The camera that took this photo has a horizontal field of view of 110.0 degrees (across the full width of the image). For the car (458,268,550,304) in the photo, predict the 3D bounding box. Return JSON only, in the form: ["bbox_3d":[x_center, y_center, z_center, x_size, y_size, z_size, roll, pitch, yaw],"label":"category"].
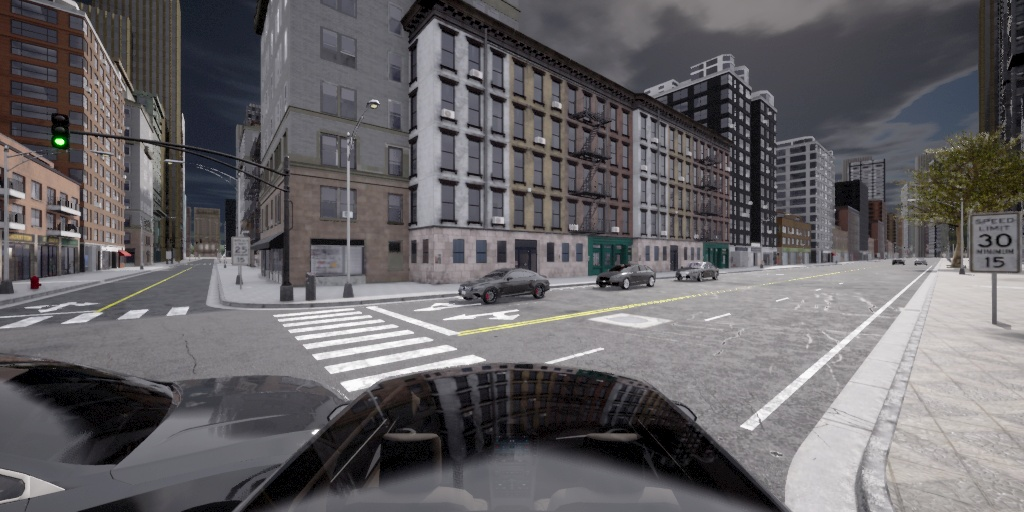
[{"bbox_3d":[-0.250,1.285,16.611,4.674,1.442,1.812,0,0,-40],"label":"car"}]

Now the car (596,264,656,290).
[{"bbox_3d":[7.362,1.256,22.932,4.892,1.490,1.837,0,0,-40],"label":"car"}]

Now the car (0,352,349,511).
[{"bbox_3d":[-3.244,1.257,1.600,4.892,1.490,1.837,0,0,-35],"label":"car"}]

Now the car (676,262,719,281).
[{"bbox_3d":[15.290,1.233,29.503,4.902,1.511,2.128,0,0,-40],"label":"car"}]
